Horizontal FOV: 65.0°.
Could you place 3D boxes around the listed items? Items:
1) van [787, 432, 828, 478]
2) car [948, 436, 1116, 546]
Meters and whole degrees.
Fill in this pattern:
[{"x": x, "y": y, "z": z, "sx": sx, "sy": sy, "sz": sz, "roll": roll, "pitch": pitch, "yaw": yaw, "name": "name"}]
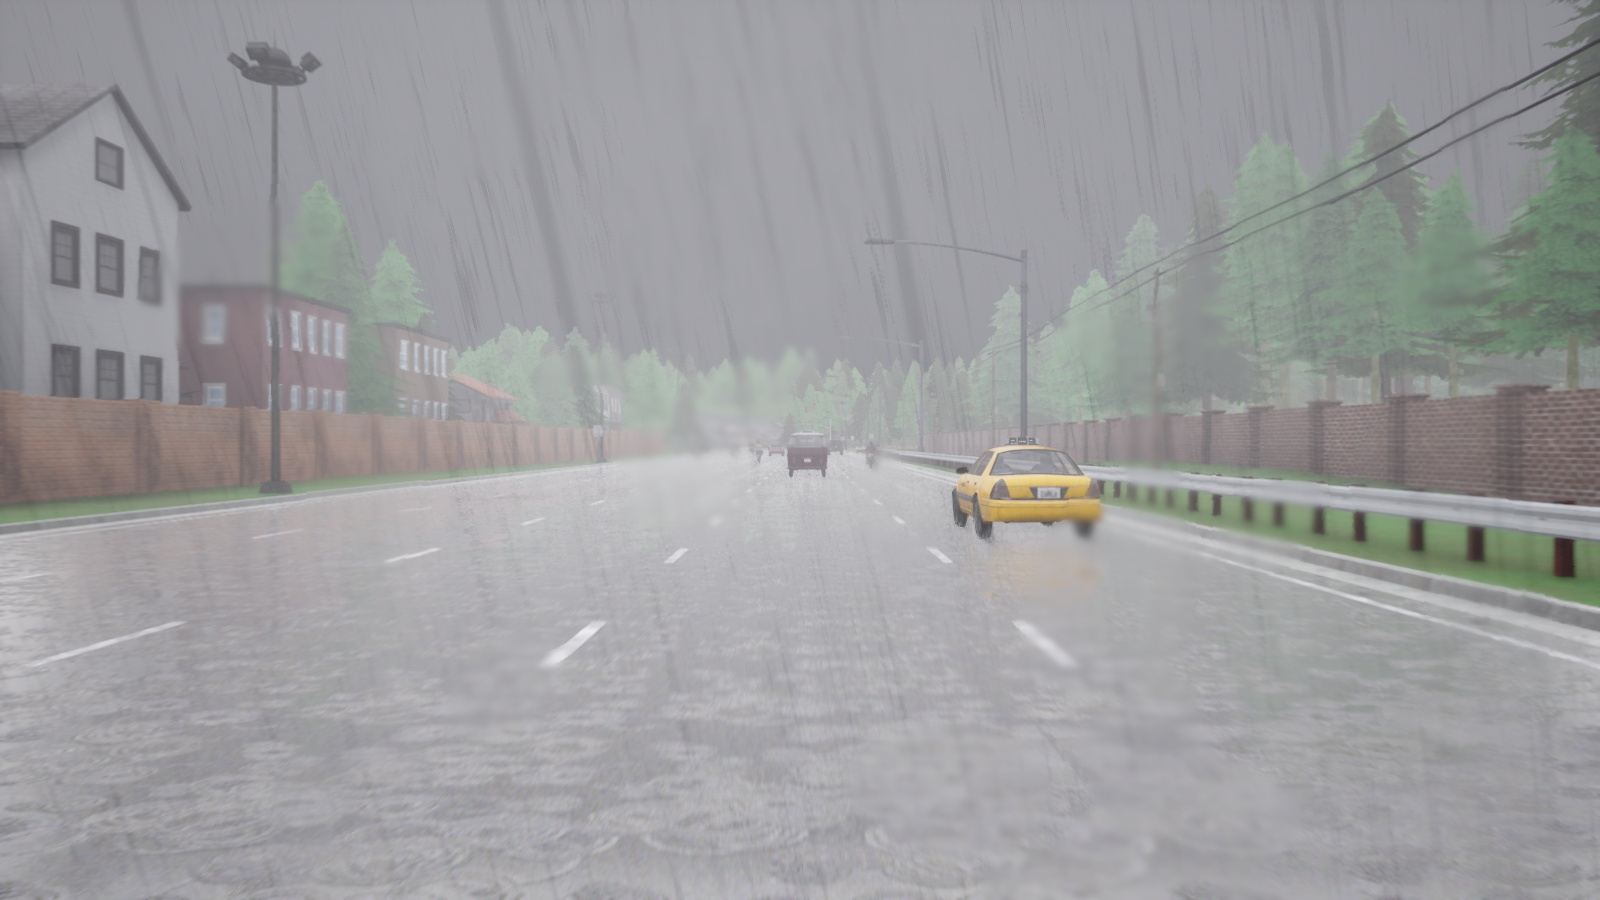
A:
[{"x": 0.336, "y": 0.185, "z": 56.458, "sx": 1.775, "sy": 1.987, "sz": 4.442, "roll": 0, "pitch": 0, "yaw": 0, "name": "van"}, {"x": 3.633, "y": 0.573, "z": 20.650, "sx": 1.801, "sy": 1.575, "sz": 5.366, "roll": 0, "pitch": 0, "yaw": 0, "name": "car"}]
